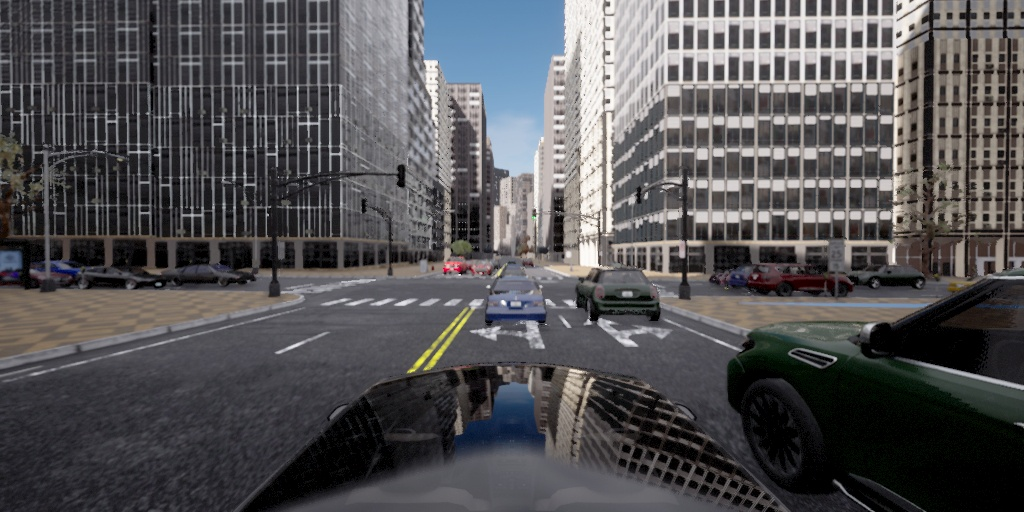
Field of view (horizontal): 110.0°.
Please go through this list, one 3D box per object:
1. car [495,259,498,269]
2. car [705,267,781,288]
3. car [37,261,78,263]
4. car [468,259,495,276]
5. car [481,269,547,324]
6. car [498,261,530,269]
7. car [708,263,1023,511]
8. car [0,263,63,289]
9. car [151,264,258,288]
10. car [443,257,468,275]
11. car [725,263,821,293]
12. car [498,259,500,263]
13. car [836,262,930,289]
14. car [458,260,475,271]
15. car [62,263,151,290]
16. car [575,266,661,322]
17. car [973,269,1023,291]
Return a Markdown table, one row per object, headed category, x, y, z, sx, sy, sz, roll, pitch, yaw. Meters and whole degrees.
| category | x | y | z | sx | sy | sz | roll | pitch | yaw |
| --- | --- | --- | --- | --- | --- | --- | --- | --- | --- |
| car | -3.329 | 1.422 | 48.706 | 1.812 | 1.442 | 4.674 | 0 | 0 | 0 |
| car | 16.713 | 1.530 | 26.123 | 4.181 | 1.385 | 1.994 | 1 | 1 | 3 |
| car | -29.769 | 1.069 | 23.752 | 5.008 | 1.535 | 1.882 | 1 | 1 | 1 |
| car | -3.312 | 1.224 | 39.862 | 2.097 | 1.767 | 4.553 | 0 | 0 | -1 |
| car | 0.100 | 1.332 | 12.036 | 2.033 | 1.411 | 5.357 | 0 | 0 | 0 |
| car | 0.114 | 1.355 | 28.783 | 1.994 | 1.385 | 4.181 | 1 | 1 | 0 |
| car | 3.350 | 0.971 | 1.395 | 2.150 | 2.045 | 5.566 | 0 | 0 | 0 |
| car | -28.415 | 1.219 | 21.030 | 4.207 | 1.307 | 1.802 | 0 | 0 | 1 |
| car | -19.909 | 1.228 | 23.549 | 5.357 | 1.411 | 2.033 | 1 | 1 | 1 |
| car | -6.587 | 1.099 | 42.015 | 2.150 | 2.045 | 5.566 | 0 | 0 | 0 |
| car | 16.568 | 1.356 | 22.974 | 4.553 | 1.767 | 2.097 | 0 | 1 | 1 |
| car | -3.254 | 1.276 | 58.810 | 2.097 | 1.767 | 4.553 | 0 | 0 | 0 |
| car | 26.748 | 1.406 | 25.960 | 4.553 | 1.767 | 2.097 | 0 | 1 | 1 |
| car | -6.558 | 1.384 | 52.359 | 1.882 | 1.535 | 5.008 | 0 | 0 | 1 |
| car | -22.731 | 1.254 | 20.896 | 4.313 | 1.339 | 1.948 | 0 | 0 | 1 |
| car | 3.487 | 1.138 | 12.634 | 2.097 | 1.767 | 4.553 | 0 | 0 | 3 |
| car | 37.211 | 1.691 | 25.778 | 5.357 | 1.411 | 2.033 | 0 | 1 | 1 |
